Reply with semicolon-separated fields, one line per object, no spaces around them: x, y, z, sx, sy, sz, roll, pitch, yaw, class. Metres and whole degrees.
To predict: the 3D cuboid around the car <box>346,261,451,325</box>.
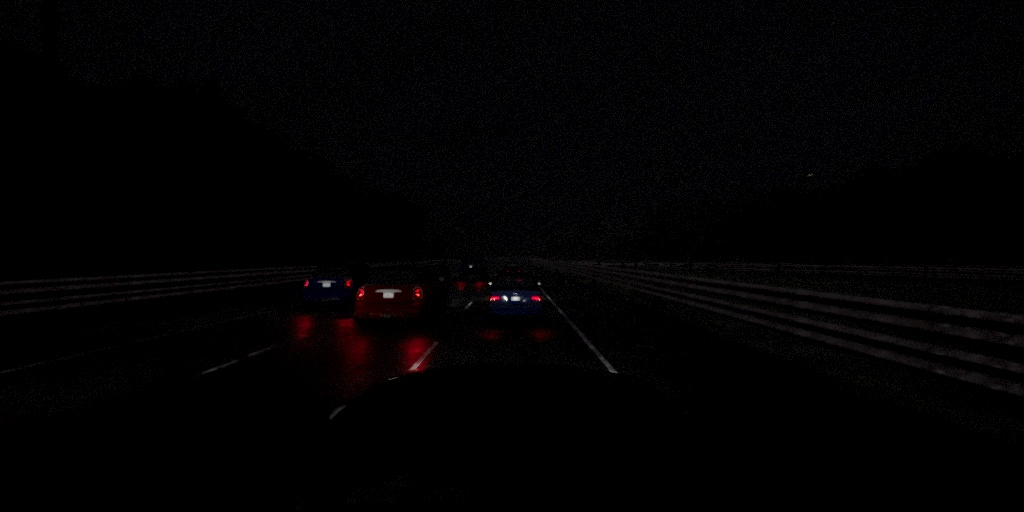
-3.398;1.100;12.005;2.097;1.767;4.553;0;0;0;car

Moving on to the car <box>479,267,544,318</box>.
0.104;1.294;12.948;2.033;1.411;5.357;0;0;0;car

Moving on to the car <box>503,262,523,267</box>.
0.110;1.282;34.076;1.812;1.442;4.674;0;0;0;car

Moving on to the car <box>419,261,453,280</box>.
-6.888;1.232;33.068;2.128;1.511;4.902;0;1;0;car

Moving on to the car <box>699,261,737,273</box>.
27.649;1.464;48.240;2.163;1.488;4.792;0;0;-24;car

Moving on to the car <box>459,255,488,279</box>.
-3.389;0.976;32.277;2.150;2.045;5.566;0;0;0;car

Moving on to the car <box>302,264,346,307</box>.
-6.899;1.098;15.475;2.097;1.767;4.553;0;0;0;car
